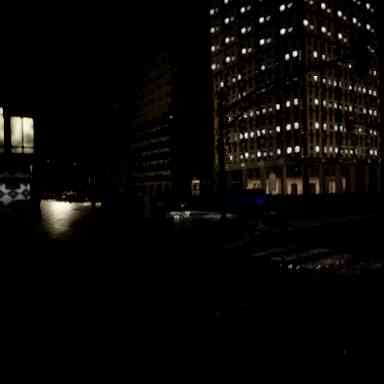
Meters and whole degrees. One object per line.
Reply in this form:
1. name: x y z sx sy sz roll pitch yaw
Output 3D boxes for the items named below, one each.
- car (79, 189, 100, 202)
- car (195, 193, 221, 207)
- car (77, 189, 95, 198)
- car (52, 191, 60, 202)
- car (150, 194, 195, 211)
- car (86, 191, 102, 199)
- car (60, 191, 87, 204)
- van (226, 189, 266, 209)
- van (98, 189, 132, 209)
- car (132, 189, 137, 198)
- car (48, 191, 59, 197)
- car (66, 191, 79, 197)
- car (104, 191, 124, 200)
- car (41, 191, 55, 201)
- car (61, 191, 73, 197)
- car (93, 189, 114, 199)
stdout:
1. car: -16.369 0.526 52.152 2.150 2.045 5.566 -2 1 -34
2. car: 1.830 0.770 35.502 1.887 1.381 4.507 -2 2 -34
3. car: -23.031 0.298 72.181 2.192 1.841 5.009 -2 2 -34
4. car: -20.647 0.925 53.730 2.008 1.369 4.403 -2 2 -34
5. car: -2.211 0.931 31.099 2.128 1.511 4.902 -2 2 -34
6. car: -19.920 0.580 67.599 1.947 1.339 4.313 -2 2 -34
7. car: -17.542 0.971 49.143 1.947 1.339 4.313 -2 2 -34
8. van: 5.004 0.593 30.962 1.690 1.788 3.998 -2 2 -34
9. van: -8.233 0.836 35.377 1.690 1.788 3.998 -2 2 -34
10. car: -10.612 0.421 53.831 2.192 1.841 5.009 -2 2 -34
11. car: -36.353 0.487 87.073 1.812 1.442 4.674 -2 2 -34
12. car: -29.235 0.472 81.361 2.008 1.369 4.403 -2 2 -34
13. car: -13.711 0.620 58.423 1.887 1.381 4.507 -2 2 -34
14. car: -26.856 0.895 62.906 1.802 1.307 4.206 -2 2 -34
15. car: -32.435 0.415 86.088 1.752 1.417 4.829 -2 2 -34
16. car: -16.822 0.360 63.006 2.192 1.841 5.009 -2 2 -34
